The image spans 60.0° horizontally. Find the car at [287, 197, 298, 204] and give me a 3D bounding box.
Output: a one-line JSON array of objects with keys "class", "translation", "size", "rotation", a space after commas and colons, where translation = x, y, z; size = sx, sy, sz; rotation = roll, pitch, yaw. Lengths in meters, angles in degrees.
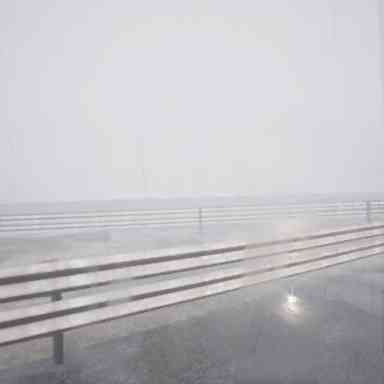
[{"class": "car", "translation": [11.202, 1.044, 31.785], "size": [4.181, 1.385, 1.994], "rotation": [-2, 1, -12]}]

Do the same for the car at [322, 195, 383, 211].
[{"class": "car", "translation": [12.835, 1.010, 24.976], "size": [4.902, 1.511, 2.128], "rotation": [-2, 1, -12]}]

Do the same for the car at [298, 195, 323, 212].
[{"class": "car", "translation": [12.016, 0.977, 28.379], "size": [5.008, 1.535, 1.882], "rotation": [-2, 1, -12]}]
